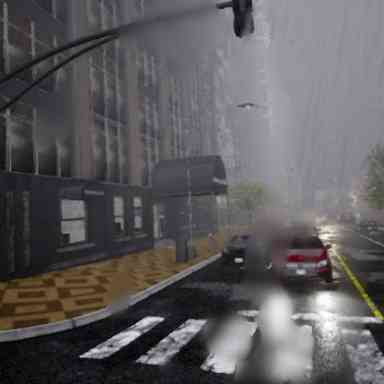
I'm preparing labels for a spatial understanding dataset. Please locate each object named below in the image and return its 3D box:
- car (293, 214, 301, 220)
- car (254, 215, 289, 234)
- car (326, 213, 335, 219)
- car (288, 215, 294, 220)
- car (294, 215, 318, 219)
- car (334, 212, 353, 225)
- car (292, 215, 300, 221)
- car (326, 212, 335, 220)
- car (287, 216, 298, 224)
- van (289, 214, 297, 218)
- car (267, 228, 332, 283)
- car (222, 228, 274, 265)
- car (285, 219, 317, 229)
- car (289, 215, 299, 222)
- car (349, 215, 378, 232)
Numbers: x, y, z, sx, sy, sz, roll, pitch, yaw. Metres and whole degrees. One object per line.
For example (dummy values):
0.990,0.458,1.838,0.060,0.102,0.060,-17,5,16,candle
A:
28.243,6.836,89.645,1.752,1.417,4.829,-5,-5,19,car
6.169,3.055,26.525,2.192,1.841,5.009,-5,-5,19,car
36.205,6.346,87.071,1.947,1.339,4.313,-5,-5,19,car
9.892,3.766,36.926,1.967,1.590,4.097,-5,-5,19,car
12.167,3.625,35.466,1.837,1.490,4.892,-4,-4,19,car
23.485,4.027,50.551,2.192,1.841,5.009,-5,-5,19,car
26.428,6.541,84.425,1.752,1.417,4.829,-5,-5,19,car
32.561,5.505,76.651,2.192,1.841,5.009,-5,-5,19,car
19.167,5.358,63.544,1.752,1.417,4.829,-5,-5,19,car
13.766,4.297,48.057,1.690,1.788,3.998,-5,-5,19,van
4.197,2.349,12.562,1.812,1.442,4.674,-4,-4,20,car
2.766,2.753,16.760,1.947,1.339,4.313,-5,-5,19,car
7.705,2.876,22.685,1.882,1.535,5.008,-4,-4,19,car
22.854,5.978,74.143,1.887,1.381,4.507,-5,-5,19,car
17.823,3.335,34.175,2.008,1.369,4.403,-5,-5,19,car
